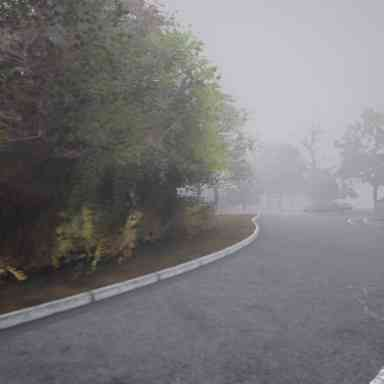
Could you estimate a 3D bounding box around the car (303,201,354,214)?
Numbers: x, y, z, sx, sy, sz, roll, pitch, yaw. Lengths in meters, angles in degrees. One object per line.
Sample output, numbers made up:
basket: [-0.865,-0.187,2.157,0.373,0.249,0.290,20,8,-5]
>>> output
car: [15.670,1.778,38.371,5.357,1.411,2.033,-8,-5,38]
